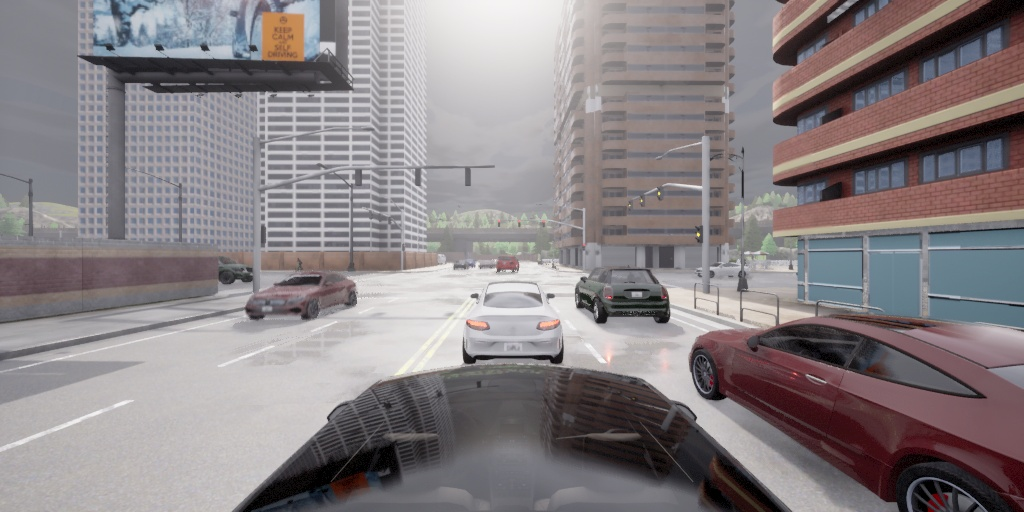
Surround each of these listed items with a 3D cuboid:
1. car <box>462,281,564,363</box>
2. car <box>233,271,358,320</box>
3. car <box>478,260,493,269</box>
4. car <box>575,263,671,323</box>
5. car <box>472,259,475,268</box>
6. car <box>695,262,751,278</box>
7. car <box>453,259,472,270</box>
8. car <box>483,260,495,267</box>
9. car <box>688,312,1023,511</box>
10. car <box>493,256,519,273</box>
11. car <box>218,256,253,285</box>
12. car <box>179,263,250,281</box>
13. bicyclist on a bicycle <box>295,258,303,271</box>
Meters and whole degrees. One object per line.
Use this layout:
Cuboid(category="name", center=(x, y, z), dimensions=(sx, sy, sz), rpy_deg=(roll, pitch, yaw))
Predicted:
Cuboid(category="car", center=(0.017, 1.276, 7.986), dimensions=(1.812, 1.442, 4.674), rpy_deg=(0, 0, 0))
Cuboid(category="car", center=(-7.095, 1.276, 12.705), dimensions=(1.812, 1.442, 4.674), rpy_deg=(0, 0, 0))
Cuboid(category="car", center=(-4.012, 1.276, 55.012), dimensions=(1.812, 1.442, 4.674), rpy_deg=(0, 0, -1))
Cuboid(category="car", center=(3.499, 1.102, 12.201), dimensions=(2.097, 1.767, 4.553), rpy_deg=(0, 0, 0))
Cuboid(category="car", center=(-7.549, 1.228, 62.991), dimensions=(1.882, 1.535, 5.008), rpy_deg=(0, 0, 0))
Cuboid(category="car", center=(19.387, 1.276, 33.064), dimensions=(4.674, 1.442, 1.812), rpy_deg=(0, 0, 0))
Cuboid(category="car", center=(-7.498, 1.228, 52.970), dimensions=(1.882, 1.535, 5.008), rpy_deg=(0, 0, 0))
Cuboid(category="car", center=(-4.052, 1.351, 64.993), dimensions=(1.895, 1.301, 4.718), rpy_deg=(0, 0, 0))
Cuboid(category="car", center=(3.580, 1.276, 3.482), dimensions=(1.812, 1.442, 4.674), rpy_deg=(0, 0, 0))
Cuboid(category="car", center=(-0.480, 0.971, 43.542), dimensions=(2.150, 2.045, 5.566), rpy_deg=(1, 0, 8))
Cuboid(category="car", center=(-21.472, 0.972, 25.775), dimensions=(5.566, 2.045, 2.150), rpy_deg=(0, 0, 0))
Cuboid(category="car", center=(-24.180, 1.314, 29.271), dimensions=(4.181, 1.385, 1.994), rpy_deg=(0, 0, 0))
Cuboid(category="bicyclist on a bicycle", center=(-25.974, 1.051, 43.748), dimensions=(0.582, 1.620, 1.656), rpy_deg=(0, 0, 0))
